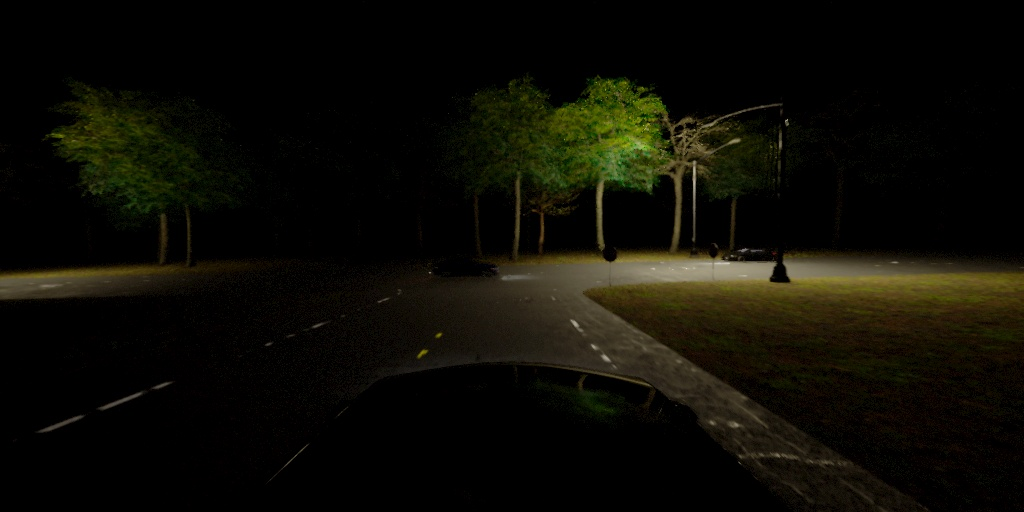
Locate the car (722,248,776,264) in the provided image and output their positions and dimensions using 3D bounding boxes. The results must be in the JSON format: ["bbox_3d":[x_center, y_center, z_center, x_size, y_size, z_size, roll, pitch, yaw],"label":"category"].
[{"bbox_3d":[21.812,-0.061,33.093,4.181,1.385,1.994,-2,4,0],"label":"car"}]

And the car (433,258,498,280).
[{"bbox_3d":[-3.347,0.877,26.050,4.674,1.442,1.812,-1,3,0],"label":"car"}]
